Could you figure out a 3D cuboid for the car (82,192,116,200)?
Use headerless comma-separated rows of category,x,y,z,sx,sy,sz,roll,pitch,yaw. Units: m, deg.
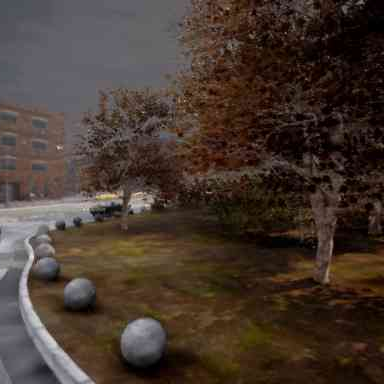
car,-15.065,0.643,52.990,1.946,1.575,5.366,0,3,27

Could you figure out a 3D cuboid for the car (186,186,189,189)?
car,-2.402,-0.704,77.818,2.163,1.488,4.792,0,3,27

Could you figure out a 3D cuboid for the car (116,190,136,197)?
car,-12.551,0.368,57.900,1.946,1.575,5.366,0,3,27

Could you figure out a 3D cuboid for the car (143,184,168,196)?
car,-7.414,-0.439,67.973,2.435,2.045,5.566,0,3,27

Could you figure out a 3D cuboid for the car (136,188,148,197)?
car,-10.045,0.095,62.816,1.946,1.575,5.366,0,3,27

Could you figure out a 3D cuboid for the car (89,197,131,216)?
car,-7.659,1.532,31.842,1.895,1.301,4.718,0,2,18
